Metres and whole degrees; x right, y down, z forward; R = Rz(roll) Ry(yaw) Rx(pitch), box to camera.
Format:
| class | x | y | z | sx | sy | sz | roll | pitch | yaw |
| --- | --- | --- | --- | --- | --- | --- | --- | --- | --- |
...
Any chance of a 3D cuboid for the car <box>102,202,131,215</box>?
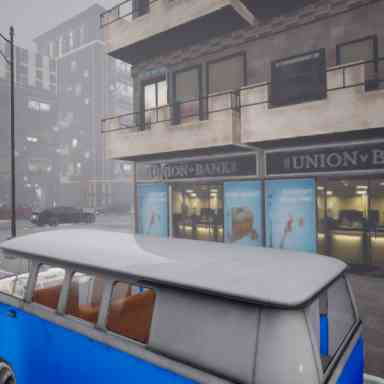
| class | x | y | z | sx | sy | sz | roll | pitch | yaw |
| --- | --- | --- | --- | --- | --- | --- | --- | --- | --- |
| car | -8.653 | 1.798 | 36.451 | 1.947 | 1.339 | 4.313 | -2 | -1 | 36 |

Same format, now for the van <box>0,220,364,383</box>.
| class | x | y | z | sx | sy | sz | roll | pitch | yaw |
| --- | --- | --- | --- | --- | --- | --- | --- | --- | --- |
| van | -0.505 | 1.342 | 3.223 | 3.998 | 1.788 | 1.690 | 0 | -1 | 36 |

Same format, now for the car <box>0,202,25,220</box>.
| class | x | y | z | sx | sy | sz | roll | pitch | yaw |
| --- | --- | --- | --- | --- | --- | --- | --- | --- | --- |
| car | -15.338 | 1.609 | 27.371 | 1.967 | 1.590 | 4.097 | -2 | -1 | 36 |

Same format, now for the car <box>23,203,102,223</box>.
| class | x | y | z | sx | sy | sz | roll | pitch | yaw |
| --- | --- | --- | --- | --- | --- | --- | --- | --- | --- |
| car | -8.589 | 1.583 | 22.399 | 1.947 | 1.339 | 4.313 | -2 | -1 | 36 |
